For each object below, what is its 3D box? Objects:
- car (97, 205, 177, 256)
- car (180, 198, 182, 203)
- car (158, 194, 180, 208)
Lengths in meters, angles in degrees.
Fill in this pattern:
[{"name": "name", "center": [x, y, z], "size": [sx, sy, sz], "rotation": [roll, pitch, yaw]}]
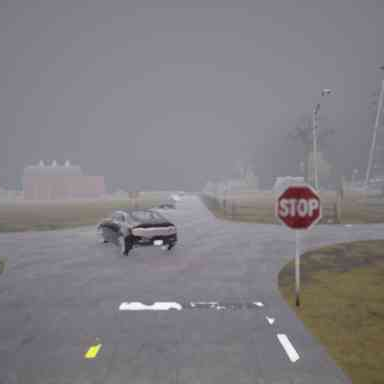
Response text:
[{"name": "car", "center": [-2.280, 1.402, 12.893], "size": [2.128, 1.511, 4.902], "rotation": [0, 0, -29]}, {"name": "car", "center": [-2.806, 1.149, 55.510], "size": [1.812, 1.442, 4.674], "rotation": [0, 0, 1]}, {"name": "car", "center": [-2.843, 1.280, 38.686], "size": [2.033, 1.411, 5.357], "rotation": [0, 0, 0]}]
